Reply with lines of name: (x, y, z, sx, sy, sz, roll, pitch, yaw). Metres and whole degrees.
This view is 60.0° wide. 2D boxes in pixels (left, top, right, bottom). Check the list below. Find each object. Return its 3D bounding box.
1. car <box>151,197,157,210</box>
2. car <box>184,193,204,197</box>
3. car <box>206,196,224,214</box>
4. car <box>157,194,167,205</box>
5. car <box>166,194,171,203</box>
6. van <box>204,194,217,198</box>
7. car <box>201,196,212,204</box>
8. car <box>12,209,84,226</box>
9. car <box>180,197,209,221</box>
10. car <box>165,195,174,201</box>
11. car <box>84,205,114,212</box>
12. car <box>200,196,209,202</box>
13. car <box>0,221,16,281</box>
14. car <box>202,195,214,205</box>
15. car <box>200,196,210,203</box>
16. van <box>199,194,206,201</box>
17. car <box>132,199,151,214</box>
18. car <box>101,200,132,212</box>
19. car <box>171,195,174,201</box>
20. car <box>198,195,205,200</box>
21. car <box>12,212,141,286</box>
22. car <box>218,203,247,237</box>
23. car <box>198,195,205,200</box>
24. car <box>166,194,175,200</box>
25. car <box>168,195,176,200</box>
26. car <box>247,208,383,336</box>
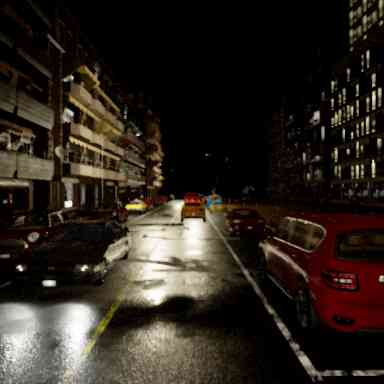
car: (-5.708, 1.498, 39.775, 1.887, 1.381, 4.507, 0, 0, 0)
car: (0.086, 1.167, 45.239, 2.150, 2.045, 5.566, 0, -1, 0)
car: (2.674, 1.484, 34.422, 1.752, 1.417, 4.829, 0, 0, 0)
car: (-5.715, 1.492, 56.356, 1.887, 1.381, 4.507, 0, 0, 0)
car: (-5.719, 1.471, 67.240, 1.752, 1.417, 4.829, 0, 0, 0)
van: (2.671, 1.296, 39.778, 1.690, 1.788, 3.998, 0, 0, 0)
car: (2.663, 1.473, 62.055, 1.752, 1.417, 4.829, 0, 0, 0)
car: (-5.699, 1.423, 12.142, 1.967, 1.590, 4.097, 0, 0, 0)
car: (0.091, 1.443, 26.418, 1.882, 1.535, 5.008, 0, 0, 0)
car: (-5.724, 1.499, 83.989, 2.008, 1.369, 4.403, 0, 0, 0)
car: (-5.701, 1.558, 17.670, 1.802, 1.307, 4.206, 0, 0, 0)
car: (2.659, 1.529, 72.938, 1.802, 1.307, 4.206, 0, 0, 0)
car: (-5.697, 1.535, 6.615, 1.887, 1.381, 4.507, 0, 0, 0)
car: (2.665, 1.388, 56.358, 1.967, 1.590, 4.097, 0, 0, 0)
car: (2.661, 1.529, 67.412, 1.802, 1.307, 4.206, 0, 0, 0)
van: (2.654, 1.290, 83.992, 1.690, 1.788, 3.998, 0, 0, 0)
car: (-5.706, 1.483, 34.079, 1.752, 1.417, 4.829, 0, 0, 0)
car: (-5.703, 1.409, 23.196, 1.967, 1.590, 4.097, 0, 0, 0)
car: (-5.723, 1.261, 72.935, 2.192, 1.841, 5.009, 0, 0, 0)
car: (2.652, 1.520, 95.045, 1.947, 1.339, 4.313, 0, 0, 0)
car: (-3.003, 1.534, 9.667, 2.033, 1.411, 5.357, 0, 0, 0)
car: (2.679, 1.521, 17.672, 1.887, 1.381, 4.507, 0, 0, 0)
car: (2.653, 1.476, 89.687, 1.752, 1.417, 4.829, 0, 0, 0)
car: (-5.727, 1.390, 89.515, 1.967, 1.590, 4.097, 0, 0, 0)
car: (-5.729, 1.519, 95.042, 1.947, 1.339, 4.313, 0, 0, 0)
car: (2.682, 1.306, 6.618, 2.192, 1.841, 5.009, 0, 0, 0)
